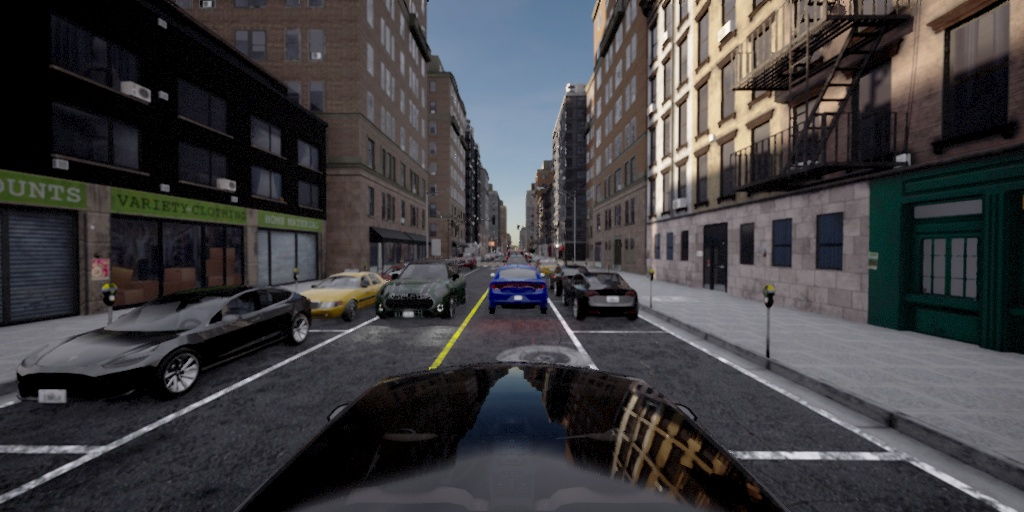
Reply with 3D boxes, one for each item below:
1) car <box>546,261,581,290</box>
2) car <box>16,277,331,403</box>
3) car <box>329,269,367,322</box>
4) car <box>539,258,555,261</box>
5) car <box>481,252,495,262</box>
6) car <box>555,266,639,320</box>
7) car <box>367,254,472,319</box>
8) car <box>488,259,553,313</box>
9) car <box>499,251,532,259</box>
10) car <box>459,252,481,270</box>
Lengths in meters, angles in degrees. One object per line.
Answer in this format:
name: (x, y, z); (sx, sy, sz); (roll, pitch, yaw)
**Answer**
car: (2.787, 1.083, 17.107); (1.948, 1.339, 4.313); (0, 0, 1)
car: (-5.361, 1.238, 6.384); (1.948, 1.339, 4.313); (0, 0, 1)
car: (-5.301, 1.115, 11.626); (1.751, 1.417, 4.829); (0, 0, 1)
car: (2.913, 0.873, 28.102); (1.751, 1.417, 4.829); (0, 0, 1)
car: (-4.687, 0.296, 65.314); (2.007, 1.370, 4.403); (0, 0, 1)
car: (2.726, 1.166, 11.695); (1.948, 1.339, 4.313); (0, 0, 1)
car: (-2.758, 0.943, 11.889); (2.097, 1.767, 4.553); (0, 1, 1)
car: (0.204, 1.053, 13.121); (1.882, 1.535, 5.008); (0, 1, 0)
car: (0.352, 0.727, 25.961); (2.097, 1.767, 4.553); (0, 1, 1)
car: (-4.990, 0.480, 38.855); (2.192, 1.841, 5.009); (0, 0, 1)
